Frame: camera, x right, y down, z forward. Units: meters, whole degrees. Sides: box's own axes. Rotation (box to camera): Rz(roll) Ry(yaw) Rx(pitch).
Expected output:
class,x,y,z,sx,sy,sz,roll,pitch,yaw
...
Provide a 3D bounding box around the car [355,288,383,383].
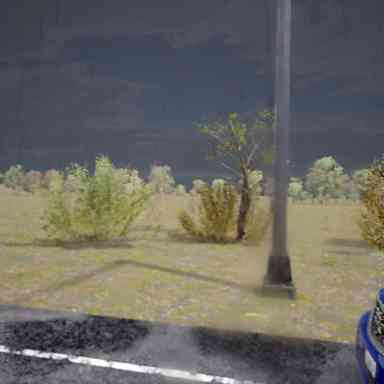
class,x,y,z,sx,sy,sz,roll,pitch,yaw
car,4.390,1.322,2.537,5.566,2.045,2.150,1,0,13
